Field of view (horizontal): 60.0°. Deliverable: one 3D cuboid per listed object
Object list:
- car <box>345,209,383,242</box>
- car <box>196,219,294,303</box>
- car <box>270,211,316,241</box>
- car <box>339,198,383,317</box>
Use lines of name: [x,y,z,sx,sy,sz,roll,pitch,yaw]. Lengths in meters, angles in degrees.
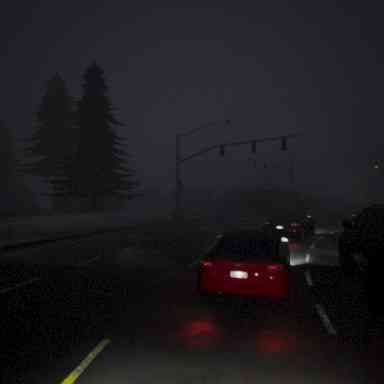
car: [9.700,1.716,18.009,1.994,1.385,4.181,0,-1,32]
car: [1.490,1.633,8.568,1.994,1.385,4.181,0,0,16]
car: [5.315,1.711,17.929,1.994,1.385,4.181,0,0,31]
car: [4.812,1.289,7.421,2.150,2.045,5.566,0,0,15]
